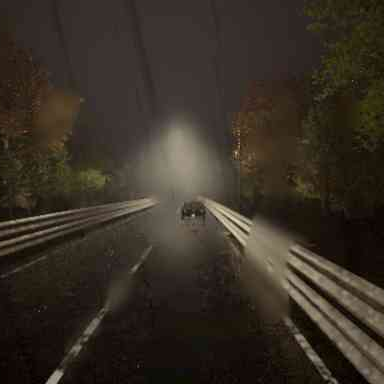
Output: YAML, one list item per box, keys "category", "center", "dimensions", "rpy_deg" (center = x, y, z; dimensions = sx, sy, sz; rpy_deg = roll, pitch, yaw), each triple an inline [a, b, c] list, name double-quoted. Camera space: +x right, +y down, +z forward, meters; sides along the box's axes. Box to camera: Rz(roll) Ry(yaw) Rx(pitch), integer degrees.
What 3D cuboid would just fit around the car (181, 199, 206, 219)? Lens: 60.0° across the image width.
- category: "car"
  center: [0.109, 1.469, 27.400]
  dimensions: [1.895, 1.301, 4.718]
  rpy_deg: [0, 0, 0]
